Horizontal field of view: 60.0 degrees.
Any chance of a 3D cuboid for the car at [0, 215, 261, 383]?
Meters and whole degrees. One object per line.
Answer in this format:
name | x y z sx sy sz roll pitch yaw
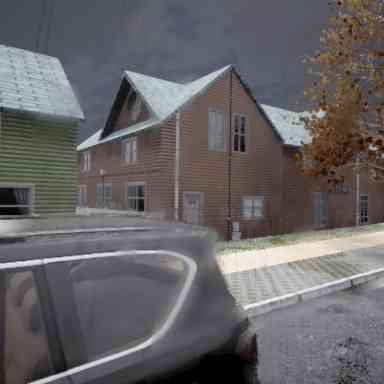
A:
car | -2.084 1.221 1.582 5.566 2.045 2.150 0 0 -36
